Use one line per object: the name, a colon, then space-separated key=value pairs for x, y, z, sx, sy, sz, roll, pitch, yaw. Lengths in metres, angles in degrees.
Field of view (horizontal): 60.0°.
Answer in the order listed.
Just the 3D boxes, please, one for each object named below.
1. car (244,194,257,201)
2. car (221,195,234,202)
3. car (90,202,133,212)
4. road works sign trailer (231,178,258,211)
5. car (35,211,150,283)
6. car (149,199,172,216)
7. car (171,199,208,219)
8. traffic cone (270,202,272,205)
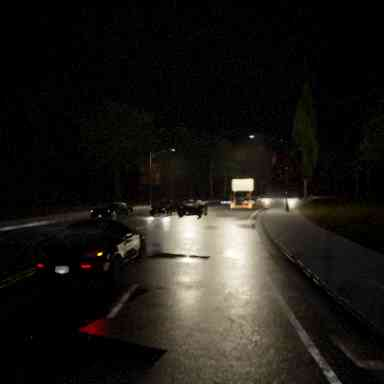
car: x=12.511 y=1.160 z=70.922 sx=1.895 sy=1.301 sz=4.718 roll=-1 pitch=0 yaw=23
car: x=7.307 y=1.223 z=67.053 sx=1.994 sy=1.385 sz=4.181 roll=-1 pitch=0 yaw=24
car: x=-6.698 y=1.547 z=28.044 sx=1.895 sy=1.301 sz=4.718 roll=0 pitch=0 yaw=13
road works sign trailer: x=5.737 y=0.277 z=37.357 sx=2.380 sy=3.560 sz=2.880 roll=0 pitch=0 yaw=20
car: x=-2.649 y=1.513 z=9.527 sx=1.812 sy=1.442 sz=4.674 roll=0 pitch=0 yaw=4
car: x=-2.502 y=1.413 z=31.603 sx=1.837 sy=1.490 sz=4.892 roll=-1 pitch=0 yaw=15
car: x=0.170 y=1.403 z=27.973 sx=2.128 sy=1.511 sz=4.902 roll=0 pitch=0 yaw=12
traffic cone: x=11.690 y=1.635 z=49.044 sx=0.340 sy=0.580 sz=0.340 roll=-1 pitch=0 yaw=20
